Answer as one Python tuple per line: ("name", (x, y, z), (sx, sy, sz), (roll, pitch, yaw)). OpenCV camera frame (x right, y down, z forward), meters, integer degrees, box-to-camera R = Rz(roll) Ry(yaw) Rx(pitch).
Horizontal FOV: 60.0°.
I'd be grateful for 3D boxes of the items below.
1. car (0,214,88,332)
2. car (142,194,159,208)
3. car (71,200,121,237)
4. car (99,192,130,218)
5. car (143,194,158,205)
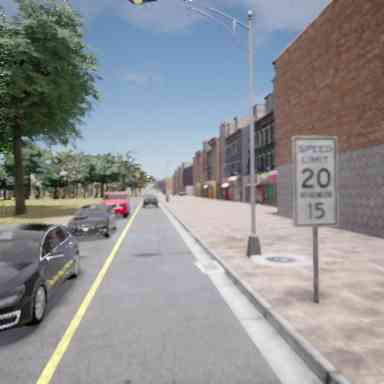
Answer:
("car", (-3.649, 1.484, 6.965), (1.837, 1.490, 4.892), (-1, 1, -7))
("car", (-5.136, 1.166, 41.279), (1.837, 1.490, 4.892), (-1, 0, -7))
("car", (-4.942, 1.382, 16.934), (1.837, 1.490, 4.892), (-1, 1, -7))
("car", (-6.319, 1.012, 27.555), (2.150, 2.045, 5.566), (-1, 1, -7))
("car", (-6.440, 1.119, 51.306), (2.128, 1.511, 4.902), (-1, 0, -7))
